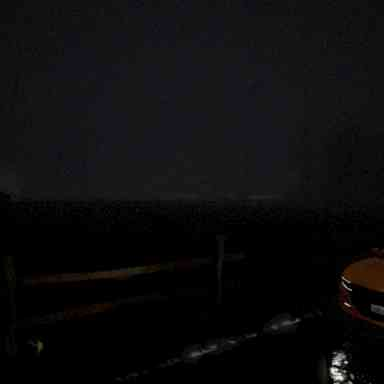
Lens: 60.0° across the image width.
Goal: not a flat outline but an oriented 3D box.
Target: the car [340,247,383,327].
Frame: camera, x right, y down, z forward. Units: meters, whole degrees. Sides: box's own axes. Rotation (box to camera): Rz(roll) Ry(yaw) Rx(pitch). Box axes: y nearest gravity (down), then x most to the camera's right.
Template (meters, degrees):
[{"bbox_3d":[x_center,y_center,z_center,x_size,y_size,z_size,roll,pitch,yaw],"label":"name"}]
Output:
[{"bbox_3d":[4.910,1.562,6.573,5.008,1.535,1.882,1,0,-35],"label":"car"}]

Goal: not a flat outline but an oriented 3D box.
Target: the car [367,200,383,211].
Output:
[{"bbox_3d":[26.694,1.890,45.754,1.812,1.442,4.674,0,1,-35],"label":"car"}]

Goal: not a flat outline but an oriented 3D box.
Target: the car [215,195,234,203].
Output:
[{"bbox_3d":[7.178,1.456,73.274,2.097,1.767,4.553,0,0,-35],"label":"car"}]
